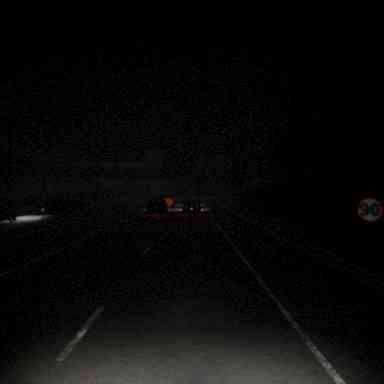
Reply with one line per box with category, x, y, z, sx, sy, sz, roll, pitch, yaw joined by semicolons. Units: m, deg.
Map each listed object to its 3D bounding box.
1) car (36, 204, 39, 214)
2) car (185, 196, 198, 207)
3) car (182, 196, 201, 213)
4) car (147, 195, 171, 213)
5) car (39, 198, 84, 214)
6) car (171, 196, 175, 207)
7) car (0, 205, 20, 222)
car;-14.088;1.386;33.891;2.128;1.511;4.902;0;0;0
car;-0.047;1.314;47.107;1.812;1.442;4.674;0;1;0
car;-0.047;1.410;35.357;1.812;1.442;4.674;0;0;0
car;-3.546;1.367;34.758;1.882;1.535;5.008;0;0;0
car;-10.537;1.083;28.027;2.128;1.511;4.902;0;0;0
car;-3.548;1.145;46.406;2.097;1.767;4.553;0;0;0
car;-14.058;1.575;23.093;1.895;1.301;4.718;0;0;0
